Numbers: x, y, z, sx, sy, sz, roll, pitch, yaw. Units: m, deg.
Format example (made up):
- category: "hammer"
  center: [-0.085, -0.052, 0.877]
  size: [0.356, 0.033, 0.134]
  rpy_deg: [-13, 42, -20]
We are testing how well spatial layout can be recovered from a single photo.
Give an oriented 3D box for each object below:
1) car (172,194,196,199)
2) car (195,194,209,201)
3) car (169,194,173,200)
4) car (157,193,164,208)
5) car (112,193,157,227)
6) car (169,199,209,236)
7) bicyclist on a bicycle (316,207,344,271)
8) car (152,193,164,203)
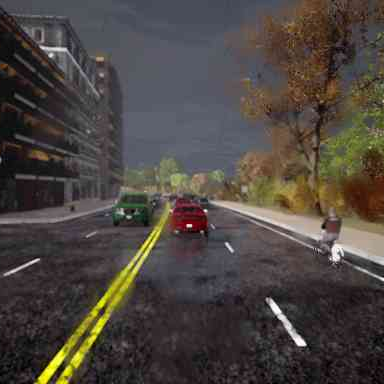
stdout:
- category: "car"
  center: [-0.958, 1.277, 36.356]
  size: [1.882, 1.535, 5.008]
  rpy_deg: [0, 0, -3]
- category: "car"
  center: [1.428, 1.208, 49.845]
  size: [2.128, 1.511, 4.902]
  rpy_deg: [0, 0, -4]
- category: "car"
  center: [-3.959, 1.122, 72.487]
  size: [2.033, 1.411, 5.357]
  rpy_deg: [0, 0, -6]
- category: "car"
  center: [-4.738, 1.260, 42.105]
  size: [2.128, 1.511, 4.902]
  rpy_deg: [0, 0, -4]
- category: "car"
  center: [-3.776, 1.103, 22.206]
  size: [2.150, 2.045, 5.566]
  rpy_deg: [0, 0, -2]
- category: "car"
  center: [-0.187, 1.382, 17.714]
  size: [1.882, 1.535, 5.008]
  rpy_deg: [0, 0, -2]
- category: "bicyclist on a bicycle"
  center: [4.034, 1.316, 9.823]
  size: [0.659, 1.776, 1.843]
  rpy_deg: [0, 1, -1]
- category: "car"
  center: [-6.041, 1.014, 59.955]
  size: [2.097, 1.767, 4.553]
  rpy_deg: [0, 0, -5]
